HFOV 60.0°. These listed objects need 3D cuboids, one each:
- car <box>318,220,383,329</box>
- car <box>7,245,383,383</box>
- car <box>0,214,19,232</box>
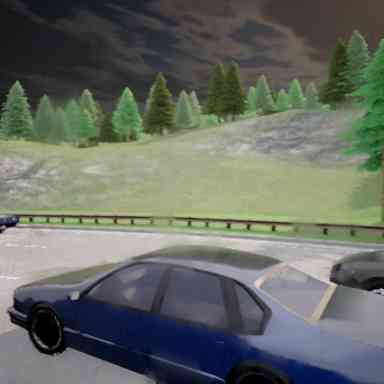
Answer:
[{"bbox_3d":[4.672,1.367,4.944,4.892,1.490,1.837,0,0,37],"label":"car"},{"bbox_3d":[-0.081,1.461,4.335,5.357,1.411,2.033,0,1,31],"label":"car"},{"bbox_3d":[-10.993,1.389,15.967,4.718,1.301,1.895,0,1,10],"label":"car"}]
